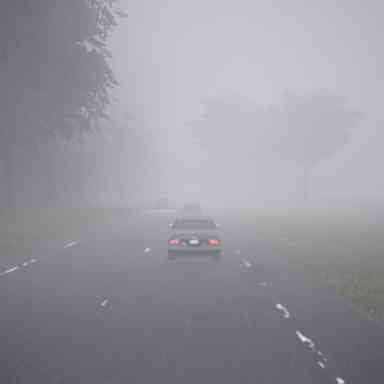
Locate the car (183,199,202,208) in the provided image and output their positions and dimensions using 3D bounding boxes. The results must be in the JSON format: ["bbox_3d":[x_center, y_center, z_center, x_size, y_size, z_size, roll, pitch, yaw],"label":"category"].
[{"bbox_3d":[0.061,1.466,33.590,1.812,1.442,4.674,0,0,0],"label":"car"}]

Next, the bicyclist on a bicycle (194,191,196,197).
[{"bbox_3d":[0.892,0.503,95.251,0.659,1.776,1.843,0,1,0],"label":"bicyclist on a bicycle"}]

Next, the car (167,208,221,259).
[{"bbox_3d":[0.076,1.578,12.708,2.033,1.411,5.357,0,0,0],"label":"car"}]

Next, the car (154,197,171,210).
[{"bbox_3d":[-3.622,1.378,41.194,1.837,1.490,4.892,0,0,0],"label":"car"}]

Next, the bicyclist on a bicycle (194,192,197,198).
[{"bbox_3d":[0.896,0.734,86.256,0.866,1.612,1.509,0,1,0],"label":"bicyclist on a bicycle"}]
